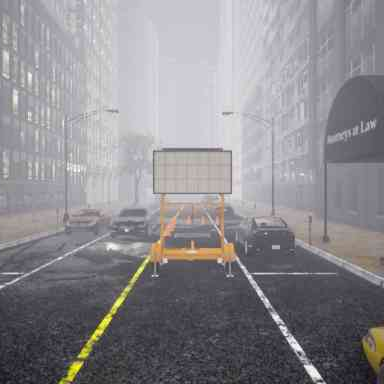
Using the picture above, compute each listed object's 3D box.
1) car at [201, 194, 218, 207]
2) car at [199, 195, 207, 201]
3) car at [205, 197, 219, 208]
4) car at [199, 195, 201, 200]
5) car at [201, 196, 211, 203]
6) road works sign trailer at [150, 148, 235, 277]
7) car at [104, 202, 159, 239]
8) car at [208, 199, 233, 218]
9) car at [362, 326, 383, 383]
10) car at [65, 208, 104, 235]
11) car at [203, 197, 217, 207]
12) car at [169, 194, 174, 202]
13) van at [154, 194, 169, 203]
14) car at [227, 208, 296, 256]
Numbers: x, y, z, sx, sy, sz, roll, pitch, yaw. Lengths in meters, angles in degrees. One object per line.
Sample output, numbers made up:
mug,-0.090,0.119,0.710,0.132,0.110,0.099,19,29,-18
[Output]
car,2.779,1.299,47.111,2.192,1.841,5.009,0,0,0
car,2.862,1.466,87.169,1.752,1.417,4.829,0,0,0
car,2.757,1.535,35.714,1.887,1.381,4.507,0,0,0
car,2.802,1.289,58.507,2.192,1.841,5.009,0,0,0
car,2.826,1.508,69.904,1.887,1.381,4.507,0,0,0
road works sign trailer,0.018,0.463,10.214,2.380,3.560,2.880,0,0,0
car,-2.967,1.502,17.554,1.837,1.490,4.892,0,0,0
car,2.745,1.559,30.016,1.947,1.339,4.313,0,0,0
car,2.687,1.525,1.697,1.752,1.417,4.829,0,0,0
car,-5.659,1.579,18.643,1.802,1.307,4.206,0,0,0
car,2.791,1.524,52.808,1.887,1.381,4.507,0,0,0
car,-5.554,1.514,69.923,2.008,1.369,4.403,0,0,0
van,-5.579,1.315,58.529,1.690,1.788,3.998,0,0,0
car,2.710,1.549,12.922,2.008,1.369,4.403,0,0,0
